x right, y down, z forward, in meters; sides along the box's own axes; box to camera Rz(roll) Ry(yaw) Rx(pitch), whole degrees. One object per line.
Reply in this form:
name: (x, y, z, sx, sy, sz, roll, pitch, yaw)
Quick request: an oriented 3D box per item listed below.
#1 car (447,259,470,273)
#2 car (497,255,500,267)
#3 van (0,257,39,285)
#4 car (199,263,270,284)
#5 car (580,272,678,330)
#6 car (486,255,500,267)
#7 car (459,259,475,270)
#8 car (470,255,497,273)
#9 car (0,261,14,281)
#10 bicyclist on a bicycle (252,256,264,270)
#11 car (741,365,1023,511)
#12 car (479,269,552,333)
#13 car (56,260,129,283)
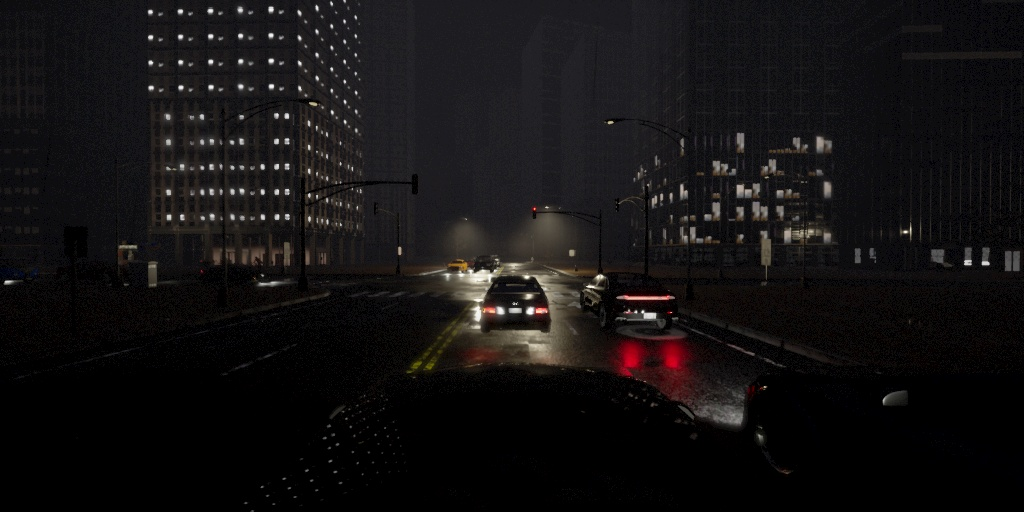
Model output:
car: (-6.540, 1.193, 43.248, 1.882, 1.535, 5.008, 0, 0, 0)
car: (-3.276, 1.048, 52.878, 2.097, 1.767, 4.553, 0, 0, 0)
van: (-33.905, 0.959, 23.672, 3.998, 1.789, 1.690, 0, 0, 2)
car: (-19.955, 1.227, 25.889, 4.181, 1.385, 1.994, 0, 0, 1)
car: (3.359, 1.238, 11.125, 2.128, 1.511, 4.902, 0, 0, 0)
car: (-3.253, 0.896, 63.106, 2.150, 2.045, 5.566, 0, 0, 0)
car: (-6.526, 1.223, 52.660, 1.812, 1.442, 4.674, 0, 0, 0)
car: (-3.291, 0.937, 42.924, 2.150, 2.045, 5.566, 0, 0, 0)
car: (-40.289, 1.092, 26.442, 4.674, 1.442, 1.812, 0, 0, 2)
bicyclist on a bicycle: (-24.659, 0.867, 34.749, 0.582, 1.620, 1.656, 0, 1, 1)
car: (3.354, 1.314, 1.969, 1.994, 1.385, 4.181, 0, 0, 0)
car: (0.111, 1.294, 10.713, 2.033, 1.411, 5.357, 0, 0, 1)
car: (-30.047, 1.093, 26.155, 5.008, 1.535, 1.882, 0, 0, 2)
